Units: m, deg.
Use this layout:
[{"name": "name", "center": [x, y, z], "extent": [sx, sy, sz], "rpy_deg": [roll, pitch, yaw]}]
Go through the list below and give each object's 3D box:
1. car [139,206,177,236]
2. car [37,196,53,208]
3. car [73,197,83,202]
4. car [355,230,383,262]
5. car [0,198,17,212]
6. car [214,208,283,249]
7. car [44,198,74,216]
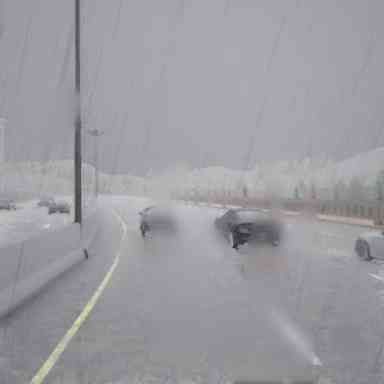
[{"name": "car", "center": [-1.941, 1.513, 18.415], "extent": [1.812, 1.442, 4.674], "rpy_deg": [0, 0, -11]}, {"name": "car", "center": [-21.864, 1.382, 50.061], "extent": [2.097, 1.767, 4.553], "rpy_deg": [0, 0, -16]}, {"name": "car", "center": [-24.833, 1.572, 72.480], "extent": [1.895, 1.301, 4.718], "rpy_deg": [0, 0, -17]}, {"name": "car", "center": [6.462, 1.489, 9.145], "extent": [1.812, 1.442, 4.674], "rpy_deg": [0, 0, -5]}, {"name": "car", "center": [-22.582, 1.548, 40.157], "extent": [1.837, 1.490, 4.892], "rpy_deg": [0, 0, -16]}, {"name": "car", "center": [2.272, 1.452, 14.612], "extent": [1.882, 1.535, 5.008], "rpy_deg": [0, 0, -8]}, {"name": "car", "center": [-13.338, 1.616, 33.627], "extent": [1.895, 1.301, 4.718], "rpy_deg": [0, 0, -17]}]
